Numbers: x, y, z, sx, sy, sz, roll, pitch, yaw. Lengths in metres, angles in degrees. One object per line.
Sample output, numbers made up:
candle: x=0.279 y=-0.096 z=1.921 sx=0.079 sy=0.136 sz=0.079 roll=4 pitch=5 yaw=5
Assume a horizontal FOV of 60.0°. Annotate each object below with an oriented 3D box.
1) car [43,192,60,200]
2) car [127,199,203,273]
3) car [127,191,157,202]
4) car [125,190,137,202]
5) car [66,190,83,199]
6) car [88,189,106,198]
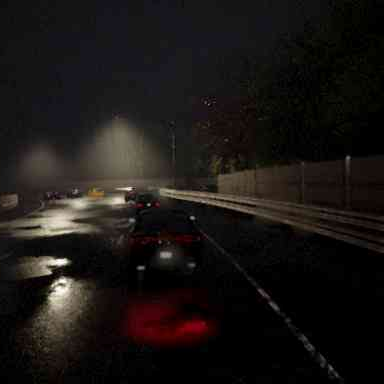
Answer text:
car: x=-21.632 y=0.593 z=51.131 sx=1.895 sy=1.301 sz=4.718 roll=-2 pitch=2 yaw=-30
car: x=-0.869 y=1.211 z=9.985 sx=1.882 sy=1.535 sz=5.008 roll=-2 pitch=2 yaw=-7
car: x=-3.552 y=0.877 z=25.354 sx=2.033 sy=1.411 sz=5.357 roll=-2 pitch=2 yaw=-13
car: x=-7.463 y=0.481 z=42.010 sx=1.994 sy=1.385 sz=4.181 roll=-2 pitch=2 yaw=-12
car: x=-18.749 y=0.354 z=53.023 sx=2.128 sy=1.511 sz=4.902 roll=-2 pitch=2 yaw=-30
car: x=-15.645 y=0.212 z=54.644 sx=1.882 sy=1.535 sz=5.008 roll=-2 pitch=2 yaw=-30
